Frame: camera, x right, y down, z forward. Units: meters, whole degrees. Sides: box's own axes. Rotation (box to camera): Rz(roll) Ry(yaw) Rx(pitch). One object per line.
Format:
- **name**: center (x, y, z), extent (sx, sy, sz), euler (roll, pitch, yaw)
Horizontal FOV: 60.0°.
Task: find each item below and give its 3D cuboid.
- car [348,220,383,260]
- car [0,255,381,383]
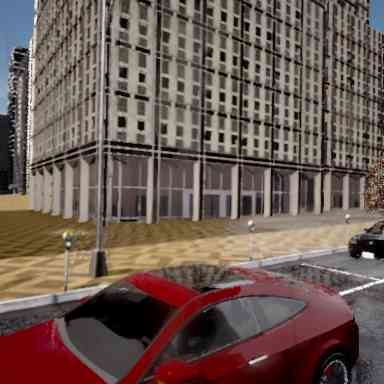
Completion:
- **car**: center (7.348, 1.645, 11.785), extent (4.313, 1.339, 1.947), euler (0, 1, -35)
- **car**: center (-0.182, 1.536, 3.248), extent (4.674, 1.442, 1.812), euler (0, 0, -35)
